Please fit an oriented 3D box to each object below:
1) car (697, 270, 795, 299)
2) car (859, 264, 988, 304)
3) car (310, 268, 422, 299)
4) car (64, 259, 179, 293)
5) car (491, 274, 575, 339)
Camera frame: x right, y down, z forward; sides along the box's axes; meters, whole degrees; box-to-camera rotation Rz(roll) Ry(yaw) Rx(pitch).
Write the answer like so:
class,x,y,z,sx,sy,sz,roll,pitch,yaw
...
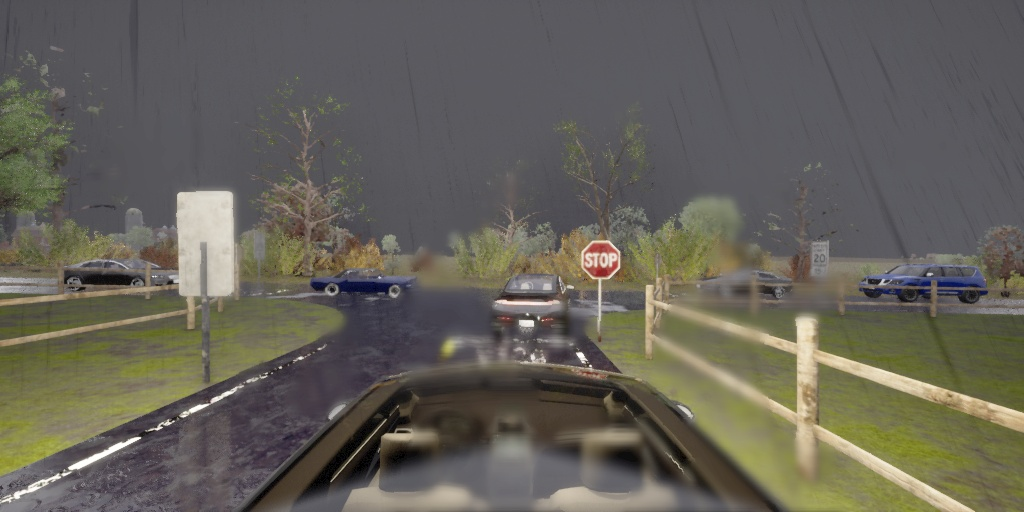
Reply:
class,x,y,z,sx,sy,sz,roll,pitch,yaw
car,13.007,1.526,20.082,4.902,1.511,2.128,1,1,0
car,22.903,1.467,20.069,5.566,2.045,2.150,1,1,0
car,-6.819,1.249,17.159,4.718,1.301,1.895,1,1,0
car,-18.487,0.885,17.178,4.902,1.511,2.128,1,1,0
car,0.708,1.240,10.126,2.128,1.511,4.902,0,0,9
